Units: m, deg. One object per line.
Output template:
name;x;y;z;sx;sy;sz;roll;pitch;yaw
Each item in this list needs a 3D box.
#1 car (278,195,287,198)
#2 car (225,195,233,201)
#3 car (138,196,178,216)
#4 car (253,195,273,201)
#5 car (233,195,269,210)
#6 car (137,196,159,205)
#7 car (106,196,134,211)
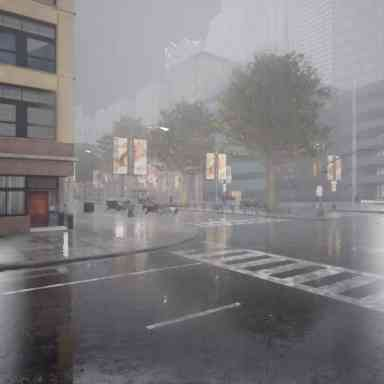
car;18.484;1.320;69.165;2.002;1.452;4.674;0;0;-36
car;8.022;1.413;76.669;2.161;1.482;4.786;0;0;-36
car;-3.225;1.492;33.279;2.128;1.511;4.902;0;0;-36
car;17.687;1.463;83.099;1.895;1.301;4.718;0;0;-36
car;8.193;1.491;43.424;2.128;1.511;4.902;0;0;-36
car;-8.012;1.478;59.870;1.882;1.535;5.008;0;0;-36
car;-8.940;1.352;41.294;2.097;1.767;4.553;0;0;-35
